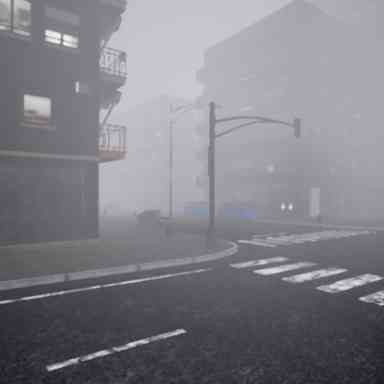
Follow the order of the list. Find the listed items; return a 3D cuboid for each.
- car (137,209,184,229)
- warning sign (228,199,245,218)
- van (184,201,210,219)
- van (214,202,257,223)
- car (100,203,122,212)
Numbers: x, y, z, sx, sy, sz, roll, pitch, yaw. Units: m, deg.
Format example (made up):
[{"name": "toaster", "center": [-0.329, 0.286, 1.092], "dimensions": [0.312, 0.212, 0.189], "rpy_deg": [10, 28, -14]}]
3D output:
[{"name": "car", "center": [-2.720, 1.993, 25.447], "dimensions": [1.802, 1.307, 4.206], "rpy_deg": [0, 0, -36]}, {"name": "warning sign", "center": [4.508, 1.622, 33.761], "dimensions": [1.300, 1.860, 1.060], "rpy_deg": [1, -1, -36]}, {"name": "van", "center": [0.699, 1.874, 34.883], "dimensions": [1.690, 1.788, 3.998], "rpy_deg": [-1, 0, -36]}, {"name": "van", "center": [4.018, 1.801, 30.370], "dimensions": [1.690, 1.788, 3.998], "rpy_deg": [-1, 0, -36]}, {"name": "car", "center": [-12.573, 2.404, 52.933], "dimensions": [1.802, 1.307, 4.206], "rpy_deg": [-1, 0, -36]}]
